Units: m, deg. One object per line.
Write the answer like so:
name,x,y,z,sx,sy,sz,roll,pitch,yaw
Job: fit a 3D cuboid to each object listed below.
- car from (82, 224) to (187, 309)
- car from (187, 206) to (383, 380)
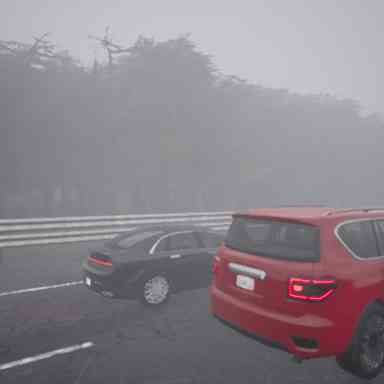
car,-0.080,1.539,7.991,4.892,1.490,1.837,1,0,-36
car,2.858,1.264,5.789,5.566,2.045,2.150,1,0,-36
